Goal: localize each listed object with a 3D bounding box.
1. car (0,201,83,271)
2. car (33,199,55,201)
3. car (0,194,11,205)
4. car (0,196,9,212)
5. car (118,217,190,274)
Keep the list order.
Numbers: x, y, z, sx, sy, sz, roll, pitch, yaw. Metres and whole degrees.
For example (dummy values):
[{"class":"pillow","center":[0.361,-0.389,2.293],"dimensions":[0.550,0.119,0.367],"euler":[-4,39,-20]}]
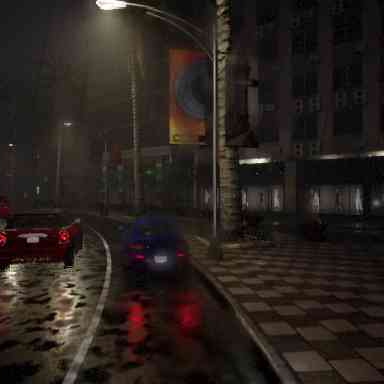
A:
[{"class":"car","center":[-4.927,1.347,11.258],"dimensions":[2.097,1.767,4.553],"euler":[0,0,-14]},{"class":"car","center":[-11.997,1.340,26.637],"dimensions":[2.097,1.767,4.553],"euler":[0,0,-34]},{"class":"car","center":[-14.550,1.202,24.366],"dimensions":[2.150,2.045,5.566],"euler":[0,-1,-33]},{"class":"car","center":[-23.263,1.328,38.599],"dimensions":[4.553,1.767,2.097],"euler":[0,0,41]},{"class":"car","center":[-1.323,1.524,10.585],"dimensions":[1.812,1.442,4.674],"euler":[0,0,-14]}]
